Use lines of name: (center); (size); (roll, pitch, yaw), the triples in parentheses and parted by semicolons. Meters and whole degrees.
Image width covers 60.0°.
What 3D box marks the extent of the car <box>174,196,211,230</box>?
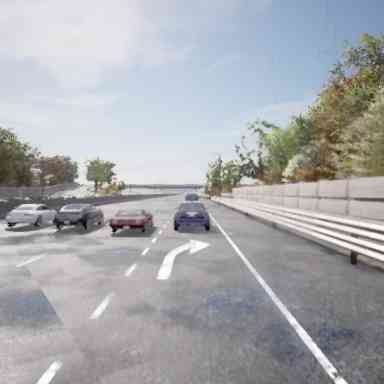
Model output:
car: (-0.006, 1.338, 21.108); (2.097, 1.767, 4.553); (0, 0, 0)

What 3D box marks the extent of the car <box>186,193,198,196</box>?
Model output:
car: (-0.011, 1.234, 51.875); (2.150, 2.045, 5.566); (0, 0, 0)

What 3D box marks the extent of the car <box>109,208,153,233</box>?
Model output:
car: (-3.402, 1.587, 19.581); (1.895, 1.301, 4.718); (0, 0, 0)

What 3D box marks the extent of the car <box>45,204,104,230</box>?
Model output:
car: (-6.903, 1.478, 20.781); (2.128, 1.511, 4.902); (0, 0, 0)

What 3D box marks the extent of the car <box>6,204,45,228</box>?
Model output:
car: (-10.407, 1.511, 22.020); (1.812, 1.442, 4.674); (0, 0, 0)

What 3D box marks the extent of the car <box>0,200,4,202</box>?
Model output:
car: (-21.092, 1.554, 35.336); (1.994, 1.385, 4.181); (0, 0, 0)
